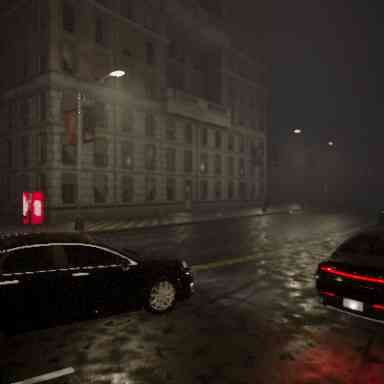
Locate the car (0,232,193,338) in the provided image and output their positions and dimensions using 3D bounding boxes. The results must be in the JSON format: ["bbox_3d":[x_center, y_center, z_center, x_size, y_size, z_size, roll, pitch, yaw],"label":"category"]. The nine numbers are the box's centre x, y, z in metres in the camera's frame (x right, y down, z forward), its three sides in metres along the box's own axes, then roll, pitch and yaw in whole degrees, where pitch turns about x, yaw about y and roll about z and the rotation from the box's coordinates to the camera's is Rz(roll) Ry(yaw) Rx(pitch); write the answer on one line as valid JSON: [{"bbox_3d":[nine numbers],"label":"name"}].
[{"bbox_3d":[-2.252,1.483,5.882,4.892,1.490,1.837,0,1,-33],"label":"car"}]

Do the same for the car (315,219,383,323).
[{"bbox_3d":[4.387,1.487,6.695,4.892,1.490,1.837,-1,1,-39],"label":"car"}]

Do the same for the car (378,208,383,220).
[{"bbox_3d":[13.383,1.431,21.325,2.128,1.511,4.902,0,0,40],"label":"car"}]
